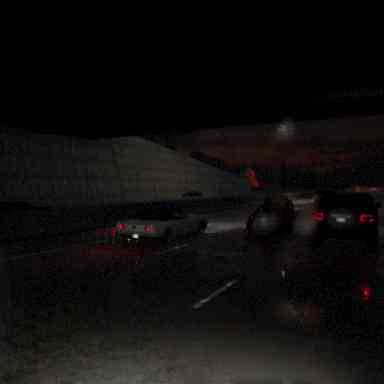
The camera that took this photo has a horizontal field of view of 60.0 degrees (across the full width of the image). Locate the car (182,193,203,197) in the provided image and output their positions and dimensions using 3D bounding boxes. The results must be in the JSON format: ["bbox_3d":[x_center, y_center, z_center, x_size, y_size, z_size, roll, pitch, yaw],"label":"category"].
[{"bbox_3d":[0.110,0.364,52.714,1.994,1.385,4.181,1,1,29],"label":"car"}]

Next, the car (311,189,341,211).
[{"bbox_3d":[13.881,0.716,34.154,2.150,2.045,5.566,1,0,29],"label":"car"}]

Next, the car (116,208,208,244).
[{"bbox_3d":[-1.076,1.373,14.702,1.895,1.301,4.718,1,1,29],"label":"car"}]

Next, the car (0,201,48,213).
[{"bbox_3d":[-10.873,1.237,19.109,2.033,1.411,5.357,1,1,29],"label":"car"}]

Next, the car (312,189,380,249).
[{"bbox_3d":[6.475,1.019,13.839,2.150,2.045,5.566,1,1,29],"label":"car"}]

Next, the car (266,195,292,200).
[{"bbox_3d":[8.017,1.046,30.870,1.837,1.490,4.892,1,1,29],"label":"car"}]

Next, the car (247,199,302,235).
[{"bbox_3d":[4.342,1.307,17.193,1.994,1.385,4.181,1,1,29],"label":"car"}]
